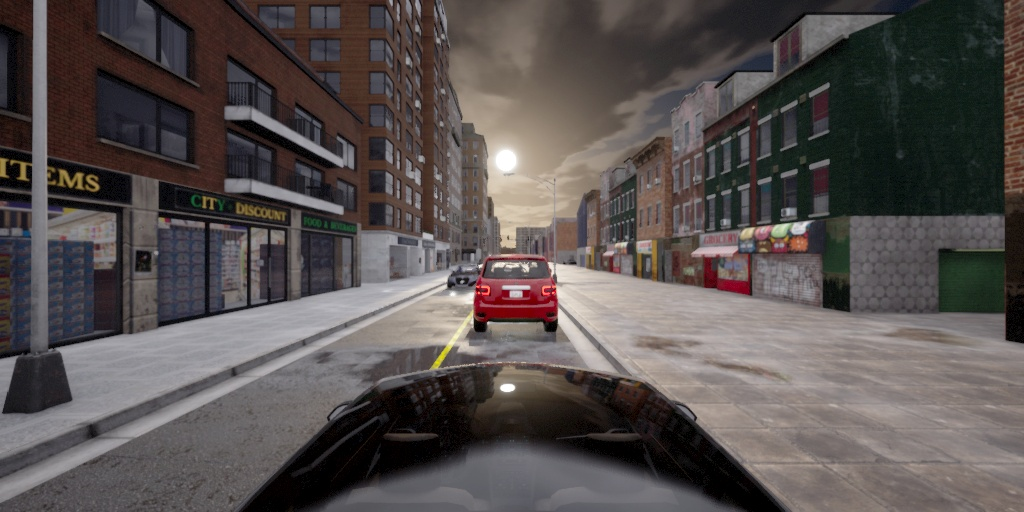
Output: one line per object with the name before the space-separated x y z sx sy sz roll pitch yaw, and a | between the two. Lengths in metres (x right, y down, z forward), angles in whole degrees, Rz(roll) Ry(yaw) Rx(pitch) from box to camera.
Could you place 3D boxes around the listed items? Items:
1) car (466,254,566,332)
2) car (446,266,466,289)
car | 0.090 0.968 10.946 2.150 2.045 5.566 0 0 0
car | -2.877 1.304 22.788 1.994 1.385 4.181 0 0 0
